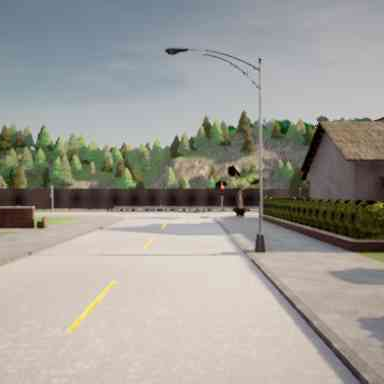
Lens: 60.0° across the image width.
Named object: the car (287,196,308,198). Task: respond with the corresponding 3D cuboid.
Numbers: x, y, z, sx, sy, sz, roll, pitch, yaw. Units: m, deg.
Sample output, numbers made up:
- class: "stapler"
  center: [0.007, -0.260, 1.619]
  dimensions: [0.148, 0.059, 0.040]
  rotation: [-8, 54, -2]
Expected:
- class: "car"
  center: [13.355, 1.428, 38.070]
  dimensions: [5.566, 2.045, 2.150]
  rotation: [0, -1, 0]
